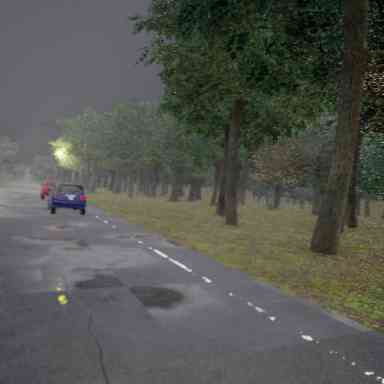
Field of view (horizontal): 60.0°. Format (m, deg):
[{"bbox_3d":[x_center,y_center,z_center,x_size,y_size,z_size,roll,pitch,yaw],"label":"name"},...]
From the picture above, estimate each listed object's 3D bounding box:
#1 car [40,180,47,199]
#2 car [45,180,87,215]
[{"bbox_3d":[-15.405,-0.256,36.636,2.150,2.045,5.566,4,1,-26],"label":"car"},{"bbox_3d":[-8.786,0.374,23.337,2.150,2.045,5.566,4,0,-26],"label":"car"}]
